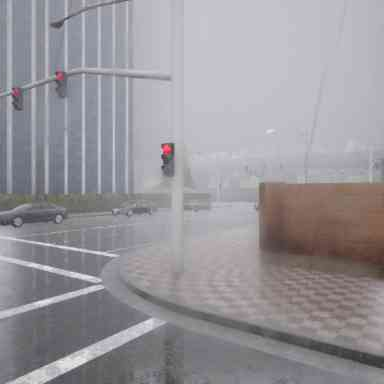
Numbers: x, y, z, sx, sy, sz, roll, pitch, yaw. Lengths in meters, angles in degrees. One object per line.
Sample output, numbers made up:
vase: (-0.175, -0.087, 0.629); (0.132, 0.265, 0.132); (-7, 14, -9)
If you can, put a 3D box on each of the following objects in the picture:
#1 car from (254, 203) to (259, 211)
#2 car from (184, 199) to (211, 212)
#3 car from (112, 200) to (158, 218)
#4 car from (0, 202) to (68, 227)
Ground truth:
car: (9.041, 1.600, 38.619); (1.895, 1.301, 4.718); (0, 0, 35)
car: (0.529, 1.564, 39.033); (1.994, 1.385, 4.181); (0, 0, 35)
car: (-5.248, 1.491, 30.929); (2.128, 1.511, 4.902); (0, 0, 35)
car: (-10.957, 1.505, 22.900); (1.837, 1.490, 4.892); (0, 0, 35)
